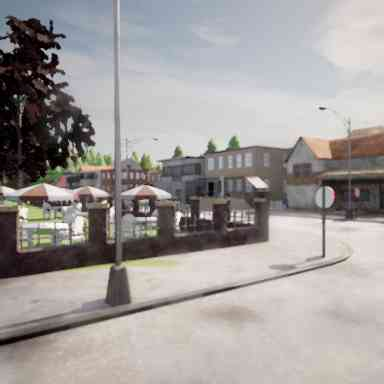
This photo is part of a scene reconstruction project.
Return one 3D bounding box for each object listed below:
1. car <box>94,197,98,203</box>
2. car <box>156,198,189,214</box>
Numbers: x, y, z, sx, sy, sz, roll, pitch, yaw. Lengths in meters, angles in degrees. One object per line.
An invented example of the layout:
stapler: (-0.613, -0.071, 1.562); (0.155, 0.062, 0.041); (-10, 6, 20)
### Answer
car: (-15.074, 1.392, 50.225); (1.812, 1.442, 4.674); (-1, 0, -35)
car: (-2.184, 1.371, 31.962); (1.837, 1.490, 4.892); (-1, 0, -35)
